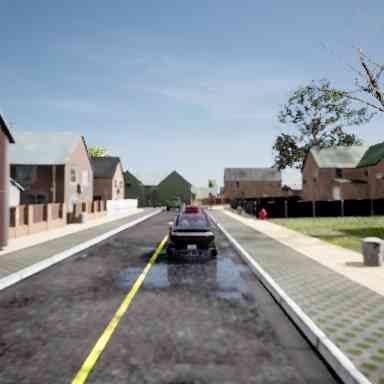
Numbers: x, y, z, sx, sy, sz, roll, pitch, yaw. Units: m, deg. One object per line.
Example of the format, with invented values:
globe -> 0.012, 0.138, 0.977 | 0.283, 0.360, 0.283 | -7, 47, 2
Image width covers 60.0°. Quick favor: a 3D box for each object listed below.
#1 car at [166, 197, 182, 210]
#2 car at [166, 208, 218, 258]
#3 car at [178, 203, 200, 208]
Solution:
car -> -2.769, 1.839, 51.850 | 2.150, 2.045, 5.566 | 0, -1, 0
car -> 0.020, 1.641, 13.509 | 2.128, 1.511, 4.902 | 0, -1, 0
car -> 0.019, 1.853, 28.894 | 1.812, 1.442, 4.674 | 0, 0, 0
